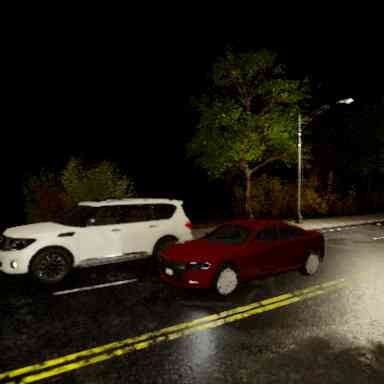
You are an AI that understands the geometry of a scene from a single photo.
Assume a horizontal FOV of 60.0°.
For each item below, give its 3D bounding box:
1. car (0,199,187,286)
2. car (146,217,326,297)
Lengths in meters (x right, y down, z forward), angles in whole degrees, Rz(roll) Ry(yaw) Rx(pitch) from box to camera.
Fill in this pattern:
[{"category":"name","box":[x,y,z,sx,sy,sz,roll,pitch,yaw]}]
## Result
[{"category":"car","box":[-2.564,1.235,9.873,5.566,2.045,2.150,0,0,-36]},{"category":"car","box":[1.515,1.490,8.828,5.008,1.535,1.882,0,0,-36]}]
